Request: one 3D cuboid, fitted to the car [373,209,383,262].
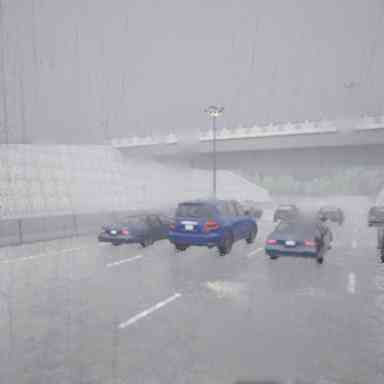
[{"bbox_3d":[7.790,1.620,12.034,1.837,1.490,4.892,0,0,27],"label":"car"}]

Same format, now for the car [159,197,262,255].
[{"bbox_3d":[1.099,1.365,14.324,2.150,2.045,5.566,0,0,27],"label":"car"}]

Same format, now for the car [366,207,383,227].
[{"bbox_3d":[13.996,1.778,24.595,2.033,1.411,5.357,0,-1,27],"label":"car"}]

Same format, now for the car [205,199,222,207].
[{"bbox_3d":[4.361,2.188,68.266,1.812,1.442,4.674,0,0,26],"label":"car"}]

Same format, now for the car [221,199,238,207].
[{"bbox_3d":[7.563,2.148,66.856,1.837,1.490,4.892,0,0,27],"label":"car"}]

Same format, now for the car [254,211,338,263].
[{"bbox_3d":[4.205,1.670,12.705,2.033,1.411,5.357,0,-1,27],"label":"car"}]

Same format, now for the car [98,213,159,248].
[{"bbox_3d":[-2.069,1.705,15.810,2.033,1.411,5.357,0,-1,27],"label":"car"}]

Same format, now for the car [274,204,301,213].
[{"bbox_3d":[8.348,1.803,28.929,1.812,1.442,4.674,0,0,27],"label":"car"}]

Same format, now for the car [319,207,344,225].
[{"bbox_3d":[11.195,1.855,26.808,1.895,1.301,4.718,0,-1,27],"label":"car"}]

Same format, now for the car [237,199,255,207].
[{"bbox_3d":[10.736,2.176,65.370,2.033,1.411,5.357,0,-1,26],"label":"car"}]

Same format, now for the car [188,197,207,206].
[{"bbox_3d":[1.183,2.035,69.736,2.097,1.767,4.553,0,-1,26],"label":"car"}]
